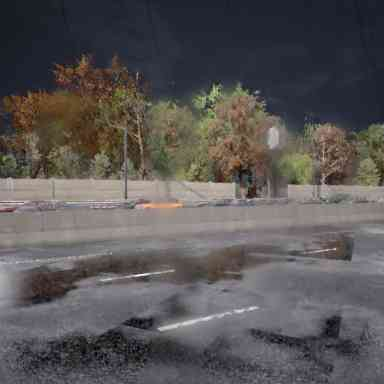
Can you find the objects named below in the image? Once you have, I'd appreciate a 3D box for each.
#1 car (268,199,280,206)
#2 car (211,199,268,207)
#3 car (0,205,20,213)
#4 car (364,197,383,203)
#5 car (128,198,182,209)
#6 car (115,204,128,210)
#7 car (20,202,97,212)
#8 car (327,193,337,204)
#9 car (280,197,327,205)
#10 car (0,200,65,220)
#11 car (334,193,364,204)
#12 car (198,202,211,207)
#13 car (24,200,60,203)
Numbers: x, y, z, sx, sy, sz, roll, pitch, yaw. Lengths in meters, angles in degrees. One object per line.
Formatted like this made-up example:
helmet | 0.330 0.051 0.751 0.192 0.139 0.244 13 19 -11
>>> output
car | 12.106 1.550 43.341 5.357 1.411 2.033 0 0 -30
car | 5.080 1.548 35.182 5.357 1.411 2.033 0 0 -31
car | -11.059 1.601 21.696 4.718 1.301 1.895 0 0 -30
car | 24.499 1.533 42.469 4.674 1.442 1.812 0 0 -30
car | -3.112 1.352 30.391 4.553 1.767 2.097 0 0 -30
car | -5.216 1.505 33.212 4.892 1.490 1.837 0 0 -30
car | -7.404 1.526 19.778 4.674 1.442 1.812 0 0 -30
car | 21.033 1.229 48.557 5.566 2.045 2.150 0 0 -30
car | 13.487 1.493 40.096 4.902 1.511 2.128 0 0 -30
car | -13.590 1.478 28.322 5.008 1.535 1.882 0 0 -30
car | 22.007 1.358 45.076 4.553 1.767 2.097 0 0 -30
car | 3.222 1.548 38.156 5.357 1.411 2.033 0 0 -30
car | -11.098 1.492 25.722 4.902 1.511 2.128 0 0 -30
